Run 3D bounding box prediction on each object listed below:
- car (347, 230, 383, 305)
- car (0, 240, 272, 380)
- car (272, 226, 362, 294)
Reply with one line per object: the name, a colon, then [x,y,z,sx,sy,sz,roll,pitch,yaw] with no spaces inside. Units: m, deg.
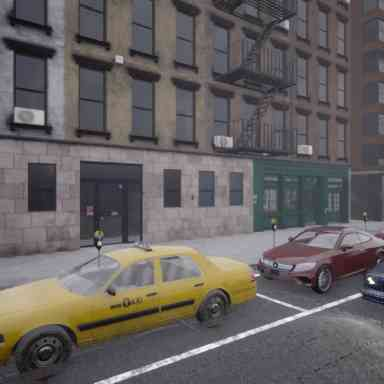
car: [5.769,1.548,7.079,5.357,1.411,2.033,0,0,-36]
car: [-1.048,1.525,5.445,4.829,1.417,1.752,0,0,-36]
car: [3.578,1.582,8.757,4.206,1.307,1.802,0,0,-36]
